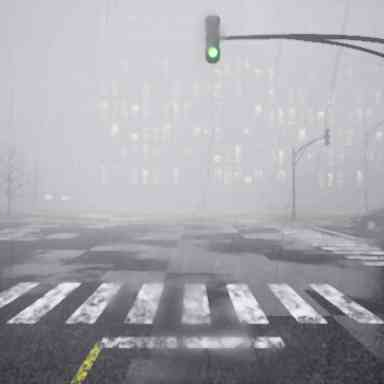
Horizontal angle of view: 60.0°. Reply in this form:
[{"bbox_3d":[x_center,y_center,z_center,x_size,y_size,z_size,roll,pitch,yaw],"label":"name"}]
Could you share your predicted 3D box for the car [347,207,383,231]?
[{"bbox_3d":[13.094,1.787,22.512,4.892,1.490,1.837,1,0,-1],"label":"car"}]
